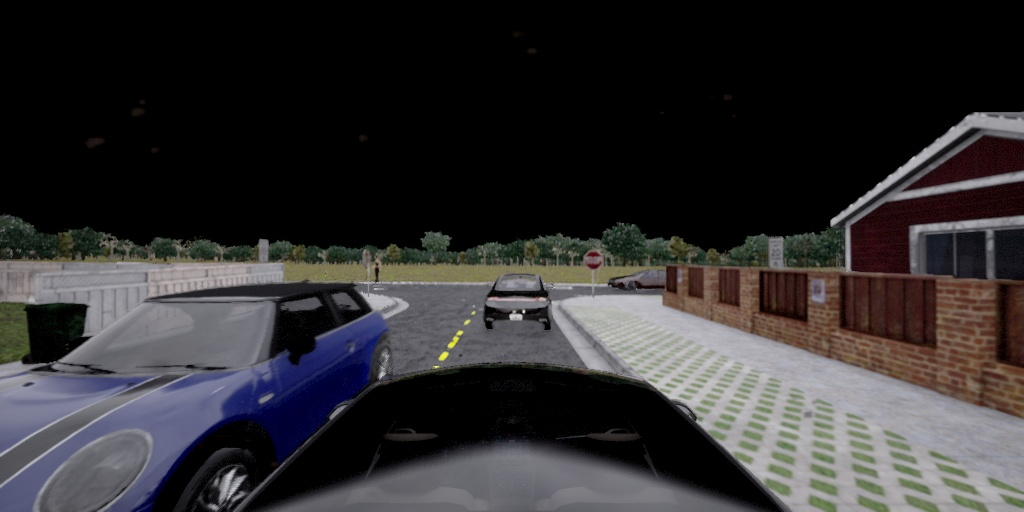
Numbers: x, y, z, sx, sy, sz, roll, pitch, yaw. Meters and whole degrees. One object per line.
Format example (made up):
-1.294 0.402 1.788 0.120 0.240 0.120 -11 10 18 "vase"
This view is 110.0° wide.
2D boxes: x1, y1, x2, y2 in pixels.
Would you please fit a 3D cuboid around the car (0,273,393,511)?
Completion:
-2.884 1.114 3.668 2.097 1.767 4.553 0 0 -1 "car"

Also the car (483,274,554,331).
0.276 1.304 11.273 2.128 1.511 4.902 0 0 4 "car"

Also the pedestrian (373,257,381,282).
-9.742 0.970 25.926 0.375 1.860 0.375 0 -2 0 "pedestrian"

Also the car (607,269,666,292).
9.008 1.572 23.164 5.357 1.411 2.033 1 -1 0 "car"
